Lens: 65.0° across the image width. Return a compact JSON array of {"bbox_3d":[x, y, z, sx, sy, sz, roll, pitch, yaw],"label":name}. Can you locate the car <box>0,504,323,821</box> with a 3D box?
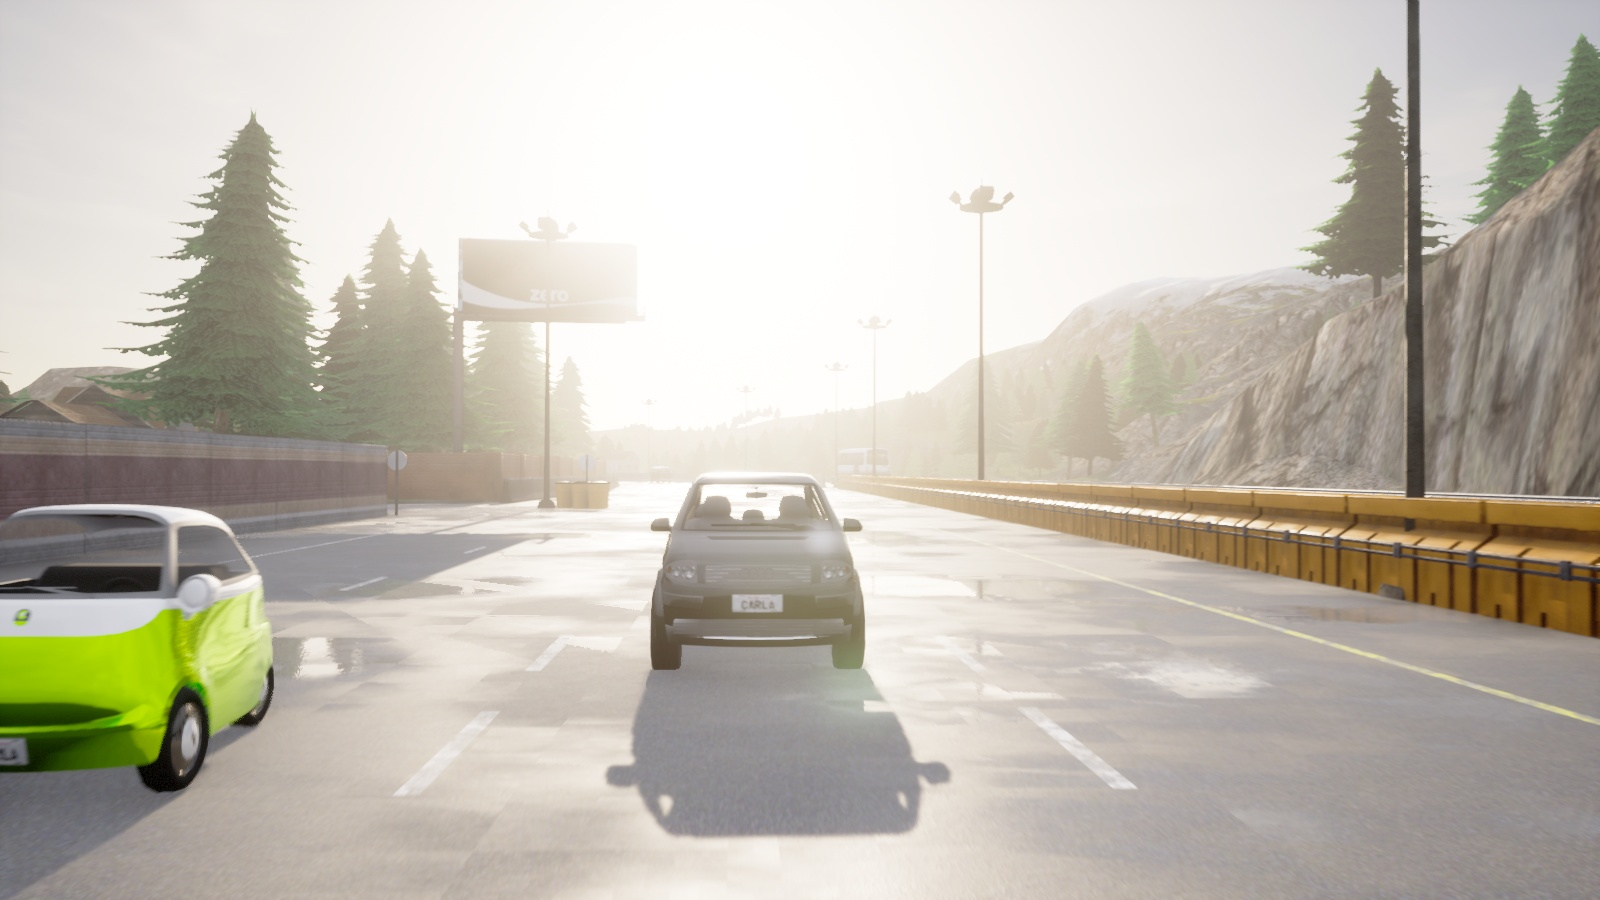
[{"bbox_3d":[-3.676,0.997,6.725,1.481,1.376,2.207,0,-1,-3],"label":"car"}]

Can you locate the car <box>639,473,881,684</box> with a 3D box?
[{"bbox_3d":[-0.389,0.982,11.152,1.789,1.549,3.705,0,-1,-3],"label":"car"}]
